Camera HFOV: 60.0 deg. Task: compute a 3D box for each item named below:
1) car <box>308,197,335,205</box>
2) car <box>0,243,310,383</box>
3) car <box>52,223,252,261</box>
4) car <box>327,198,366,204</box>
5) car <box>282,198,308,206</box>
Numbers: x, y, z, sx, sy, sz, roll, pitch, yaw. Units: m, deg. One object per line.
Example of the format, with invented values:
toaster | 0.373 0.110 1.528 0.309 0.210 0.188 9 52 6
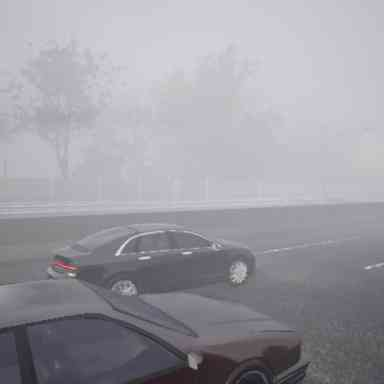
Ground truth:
car | 15.181 1.374 36.288 4.892 1.490 1.837 0 0 -35
car | -1.349 1.545 2.785 5.357 1.411 2.033 0 0 -35
car | -0.645 1.487 7.582 4.892 1.490 1.837 0 0 -35
car | 15.594 1.478 32.288 4.718 1.301 1.895 0 0 -35
car | 12.346 1.437 38.564 4.181 1.385 1.994 0 0 -35
